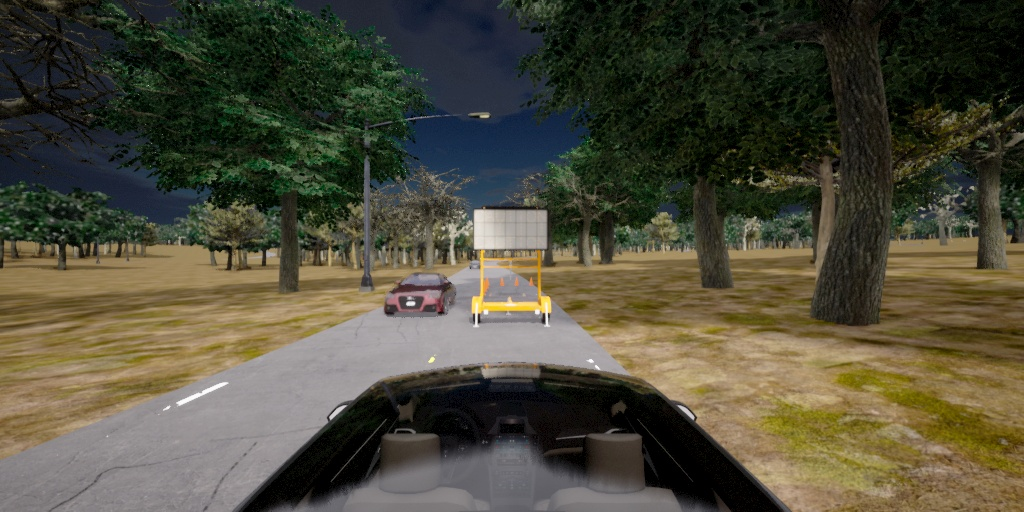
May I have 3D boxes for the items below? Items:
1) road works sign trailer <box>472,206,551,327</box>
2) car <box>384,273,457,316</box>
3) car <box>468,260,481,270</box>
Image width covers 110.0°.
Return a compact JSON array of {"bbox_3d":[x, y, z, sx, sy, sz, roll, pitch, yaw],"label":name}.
[{"bbox_3d":[-0.046,0.223,11.523,2.380,3.560,2.880,0,0,-2],"label":"road works sign trailer"},{"bbox_3d":[-3.242,1.324,13.343,1.994,1.385,4.181,0,0,-1],"label":"car"},{"bbox_3d":[-5.842,1.437,56.984,1.812,1.442,4.674,0,0,-4],"label":"car"}]
